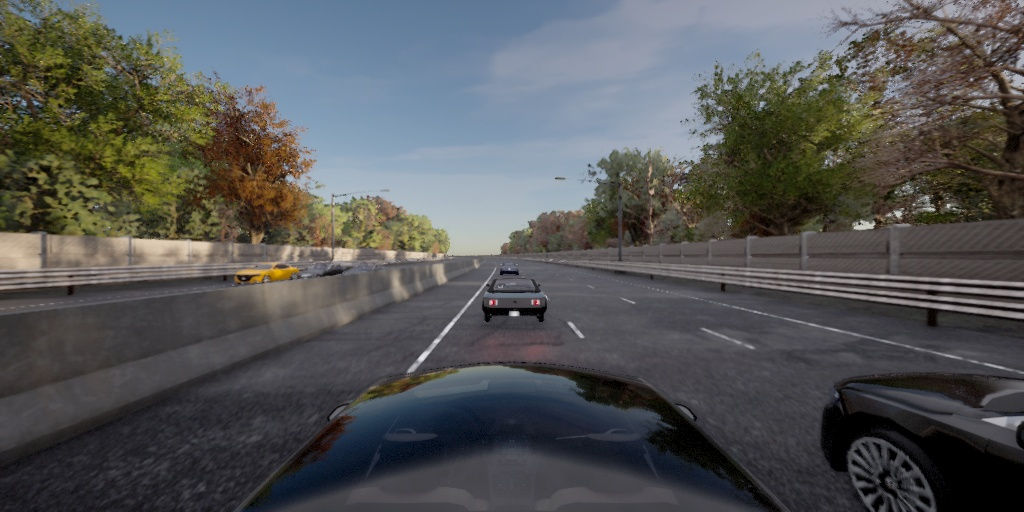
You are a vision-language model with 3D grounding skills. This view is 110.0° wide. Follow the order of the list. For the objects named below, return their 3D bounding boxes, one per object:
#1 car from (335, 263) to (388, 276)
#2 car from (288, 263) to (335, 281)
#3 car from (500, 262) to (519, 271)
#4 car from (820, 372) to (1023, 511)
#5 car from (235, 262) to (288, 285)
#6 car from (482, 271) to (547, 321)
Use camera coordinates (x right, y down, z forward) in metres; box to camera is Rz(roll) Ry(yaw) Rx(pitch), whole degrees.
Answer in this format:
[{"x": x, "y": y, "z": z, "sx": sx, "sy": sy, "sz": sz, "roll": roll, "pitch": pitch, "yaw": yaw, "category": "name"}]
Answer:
[{"x": -10.686, "y": 1.252, "z": 26.569, "sx": 2.128, "sy": 1.511, "sz": 4.902, "roll": 0, "pitch": 0, "yaw": -1, "category": "car"}, {"x": -14.187, "y": 1.260, "z": 27.043, "sx": 2.128, "sy": 1.511, "sz": 4.902, "roll": 0, "pitch": 0, "yaw": -1, "category": "car"}, {"x": -0.310, "y": 1.327, "z": 39.192, "sx": 1.994, "sy": 1.385, "sz": 4.181, "roll": 0, "pitch": 0, "yaw": -1, "category": "car"}, {"x": 3.592, "y": 1.240, "z": 1.096, "sx": 2.128, "sy": 1.511, "sz": 4.902, "roll": 0, "pitch": 0, "yaw": 0, "category": "car"}, {"x": -17.684, "y": 1.237, "z": 26.105, "sx": 1.882, "sy": 1.535, "sz": 5.008, "roll": 0, "pitch": 0, "yaw": 0, "category": "car"}, {"x": 0.059, "y": 1.355, "z": 12.420, "sx": 1.895, "sy": 1.301, "sz": 4.718, "roll": 0, "pitch": 0, "yaw": 0, "category": "car"}]
